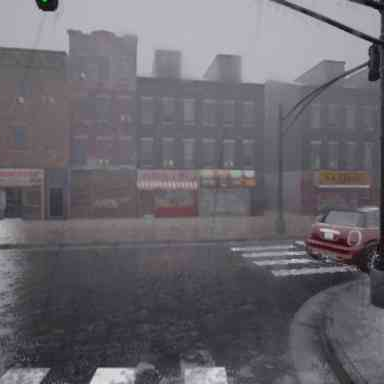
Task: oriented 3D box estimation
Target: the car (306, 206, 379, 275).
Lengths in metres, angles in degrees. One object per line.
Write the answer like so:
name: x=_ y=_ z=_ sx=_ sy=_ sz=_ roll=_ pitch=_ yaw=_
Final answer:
car: x=5.733 y=1.202 z=9.869 sx=4.553 sy=1.767 sz=2.097 roll=0 pitch=1 yaw=-21
